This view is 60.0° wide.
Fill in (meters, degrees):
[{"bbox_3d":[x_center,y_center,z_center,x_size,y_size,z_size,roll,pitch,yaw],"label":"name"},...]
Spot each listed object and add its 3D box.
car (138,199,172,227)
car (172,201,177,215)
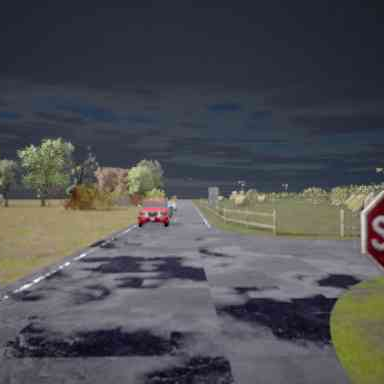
[{"bbox_3d":[-2.847,1.532,25.569,2.150,2.045,5.566,0,-1,-3],"label":"car"},{"bbox_3d":[-3.105,1.958,37.608,2.128,1.511,4.902,0,-1,-1],"label":"car"}]
